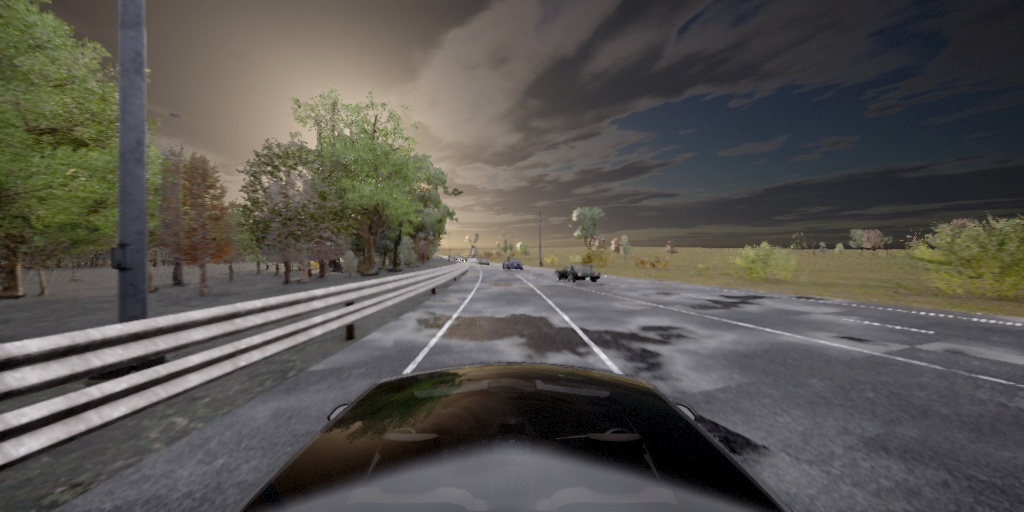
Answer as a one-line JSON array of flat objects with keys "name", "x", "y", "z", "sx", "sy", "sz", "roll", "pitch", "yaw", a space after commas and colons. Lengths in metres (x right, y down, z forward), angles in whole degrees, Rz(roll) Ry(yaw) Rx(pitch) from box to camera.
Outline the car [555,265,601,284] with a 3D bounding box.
[{"name": "car", "x": 4.735, "y": 1.284, "z": 26.616, "sx": 1.895, "sy": 1.301, "sz": 4.718, "roll": 0, "pitch": 0, "yaw": -12}]

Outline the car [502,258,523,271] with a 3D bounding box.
[{"name": "car", "x": -0.004, "y": 1.075, "z": 49.028, "sx": 2.097, "sy": 1.767, "sz": 4.553, "roll": 0, "pitch": 0, "yaw": -12}]
